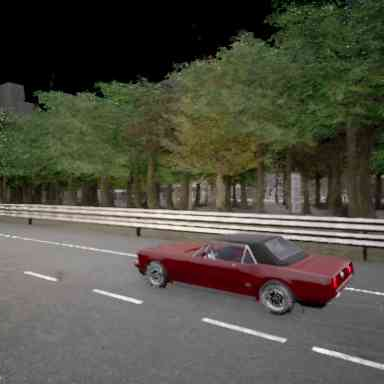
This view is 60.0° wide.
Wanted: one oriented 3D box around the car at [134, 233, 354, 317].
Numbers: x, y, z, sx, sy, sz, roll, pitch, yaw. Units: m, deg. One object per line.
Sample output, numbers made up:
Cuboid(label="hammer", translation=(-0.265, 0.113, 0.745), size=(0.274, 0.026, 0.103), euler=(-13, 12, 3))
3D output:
Cuboid(label="car", translation=(0.920, 1.602, 7.509), size=(4.718, 1.301, 1.895), euler=(0, 0, 35))
